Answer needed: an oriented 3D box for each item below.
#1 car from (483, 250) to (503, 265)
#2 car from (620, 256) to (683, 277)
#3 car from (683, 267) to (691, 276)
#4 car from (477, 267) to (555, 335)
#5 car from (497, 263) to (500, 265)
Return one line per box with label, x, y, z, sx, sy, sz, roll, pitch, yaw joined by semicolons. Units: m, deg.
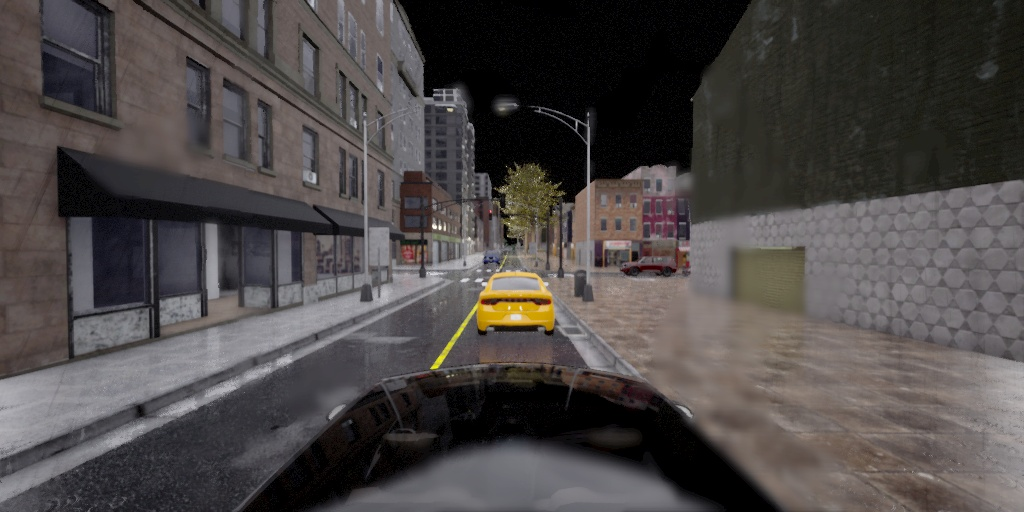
car;-2.822;0.185;50.937;2.150;2.045;5.566;0;2;1
car;12.707;0.941;33.441;5.009;1.841;2.192;0;0;0
car;18.109;1.285;33.449;4.207;1.307;1.802;0;0;0
car;0.097;1.203;10.467;1.882;1.535;5.008;0;0;0
car;0.071;1.244;19.909;1.895;1.301;4.718;0;1;0
